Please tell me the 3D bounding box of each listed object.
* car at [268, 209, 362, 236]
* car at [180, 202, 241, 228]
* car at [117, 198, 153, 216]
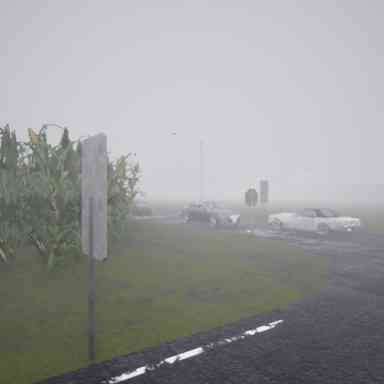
[{"bbox_3d":[6.464,1.546,18.131,1.895,1.301,4.718,0,0,-36],"label":"car"},{"bbox_3d":[1.096,1.399,21.840,2.128,1.511,4.902,0,0,-36],"label":"car"},{"bbox_3d":[-5.398,1.345,30.707,1.837,1.490,4.892,0,0,-36],"label":"car"}]
